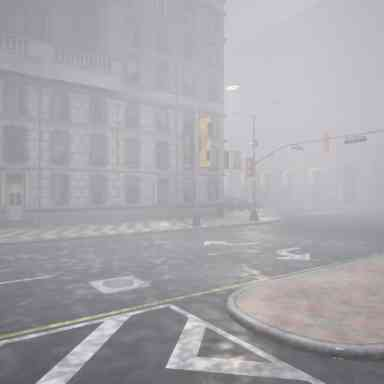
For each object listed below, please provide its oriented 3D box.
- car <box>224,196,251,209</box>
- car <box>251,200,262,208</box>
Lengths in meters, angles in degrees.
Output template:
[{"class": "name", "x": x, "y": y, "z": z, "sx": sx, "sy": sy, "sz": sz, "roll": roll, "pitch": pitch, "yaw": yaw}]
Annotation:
[{"class": "car", "x": 5.030, "y": 1.352, "z": 43.812, "sx": 2.097, "sy": 1.767, "sz": 4.553, "roll": 0, "pitch": 0, "yaw": -35}, {"class": "car", "x": 7.284, "y": 1.547, "z": 46.668, "sx": 2.033, "sy": 1.411, "sz": 5.357, "roll": 0, "pitch": 0, "yaw": -36}]
